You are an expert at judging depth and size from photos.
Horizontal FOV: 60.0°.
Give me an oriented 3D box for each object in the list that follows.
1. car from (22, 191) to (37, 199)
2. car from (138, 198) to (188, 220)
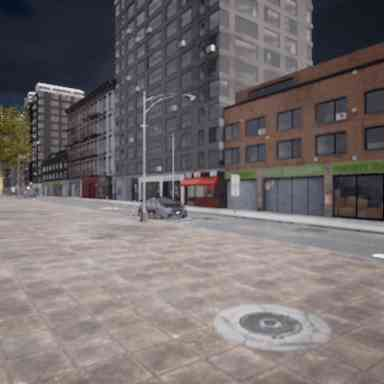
[{"bbox_3d":[-30.357,0.518,61.975,1.837,1.490,4.892,0,0,-36],"label":"car"},{"bbox_3d":[-2.096,1.120,23.089,1.994,1.385,4.181,0,1,-36],"label":"car"}]
